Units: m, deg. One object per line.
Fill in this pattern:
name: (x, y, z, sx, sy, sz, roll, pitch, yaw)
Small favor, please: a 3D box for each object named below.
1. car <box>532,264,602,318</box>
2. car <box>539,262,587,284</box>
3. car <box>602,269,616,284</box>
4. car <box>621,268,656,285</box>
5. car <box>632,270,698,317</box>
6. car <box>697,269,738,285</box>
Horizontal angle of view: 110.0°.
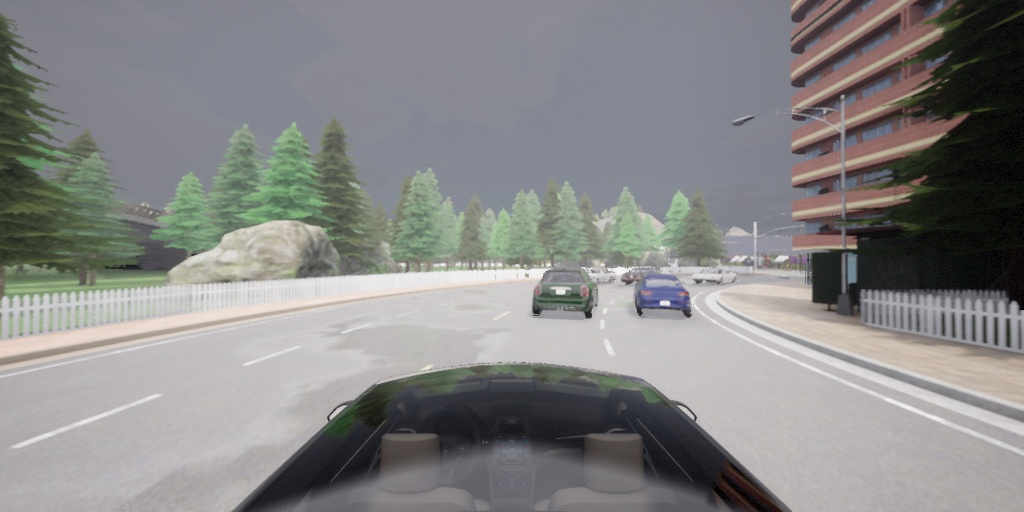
car: (2.236, 1.255, 14.101, 2.097, 1.767, 4.553, 0, -1, 16)
car: (4.690, 1.484, 32.545, 2.097, 1.767, 4.553, 0, -1, 43)
car: (6.869, 1.705, 29.983, 1.895, 1.301, 4.718, -1, -1, 42)
car: (10.744, 1.642, 28.900, 2.033, 1.411, 5.357, -1, -1, 43)
car: (5.807, 1.434, 14.105, 1.812, 1.442, 4.674, 0, -1, 18)
car: (17.010, 1.716, 29.866, 4.718, 1.301, 1.895, 1, -1, -39)
